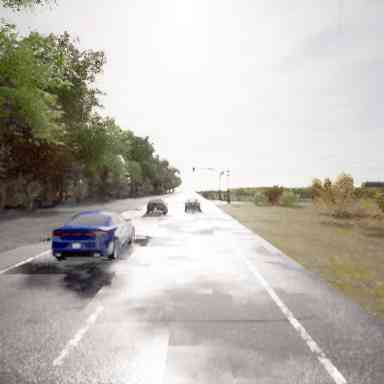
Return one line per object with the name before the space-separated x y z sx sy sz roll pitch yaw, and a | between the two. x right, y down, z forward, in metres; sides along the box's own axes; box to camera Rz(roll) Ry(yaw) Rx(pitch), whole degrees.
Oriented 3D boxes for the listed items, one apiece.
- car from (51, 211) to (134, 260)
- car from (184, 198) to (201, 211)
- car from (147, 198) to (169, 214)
car | -3.401 1.417 12.255 1.882 1.535 5.008 0 0 0
car | 0.088 1.352 37.832 2.033 1.411 5.357 0 0 0
car | -3.406 1.333 33.375 1.837 1.490 4.892 0 0 0
